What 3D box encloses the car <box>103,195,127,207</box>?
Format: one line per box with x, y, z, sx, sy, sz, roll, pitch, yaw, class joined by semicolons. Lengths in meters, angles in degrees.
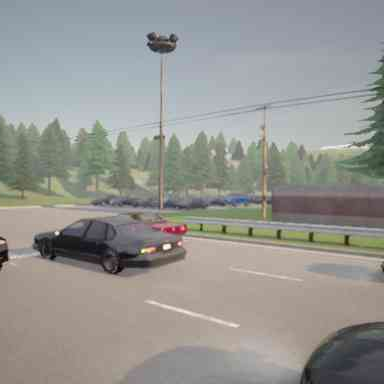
-8.786;1.186;44.071;2.128;1.511;4.902;1;0;36;car

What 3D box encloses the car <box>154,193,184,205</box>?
-3.501;1.055;51.201;2.097;1.767;4.553;1;0;37;car

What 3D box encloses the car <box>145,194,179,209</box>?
-3.027;1.291;40.064;1.812;1.442;4.674;1;0;37;car

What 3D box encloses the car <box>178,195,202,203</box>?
-0.323;1.279;61.294;1.895;1.301;4.718;1;0;37;car

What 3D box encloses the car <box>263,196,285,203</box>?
16.060;1.402;65.040;4.718;1.301;1.895;0;0;-45;car

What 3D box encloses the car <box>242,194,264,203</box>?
12.169;1.255;66.008;2.128;1.511;4.902;1;0;41;car

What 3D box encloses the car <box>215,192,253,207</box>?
5.995;1.033;46.391;2.150;2.045;5.566;1;0;36;car

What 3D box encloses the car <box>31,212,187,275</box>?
-2.721;1.471;10.245;5.357;1.411;2.033;1;0;35;car

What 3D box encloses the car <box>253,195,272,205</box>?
12.168;1.369;54.652;2.033;1.411;5.357;1;0;37;car

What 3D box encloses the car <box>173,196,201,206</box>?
-0.734;1.302;49.062;1.994;1.385;4.181;1;0;36;car

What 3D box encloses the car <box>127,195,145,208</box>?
-5.738;1.294;42.307;1.994;1.385;4.181;1;0;36;car

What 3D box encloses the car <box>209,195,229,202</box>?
5.716;1.285;69.227;1.895;1.301;4.718;1;0;37;car

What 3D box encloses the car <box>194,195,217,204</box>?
2.490;1.277;59.241;1.994;1.385;4.181;1;0;37;car

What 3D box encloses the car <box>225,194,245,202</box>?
8.756;1.203;67.399;1.882;1.535;5.008;1;0;37;car

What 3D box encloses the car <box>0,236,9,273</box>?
-6.735;1.389;8.680;4.902;1.511;2.128;1;0;34;car

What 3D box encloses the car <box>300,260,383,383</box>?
3.086;1.523;1.760;4.892;1.490;1.837;1;0;36;car

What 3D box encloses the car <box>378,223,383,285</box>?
7.302;1.574;7.349;5.357;1.411;2.033;1;0;36;car

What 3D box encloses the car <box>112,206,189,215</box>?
-2.616;1.504;14.432;4.718;1.301;1.895;1;0;35;car

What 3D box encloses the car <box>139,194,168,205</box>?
-6.090;1.173;53.578;1.837;1.490;4.892;1;0;37;car

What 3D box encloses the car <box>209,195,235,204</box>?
5.192;1.296;57.032;2.033;1.411;5.357;1;0;37;car

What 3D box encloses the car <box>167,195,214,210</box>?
-0.066;1.348;38.206;2.033;1.411;5.357;1;0;36;car

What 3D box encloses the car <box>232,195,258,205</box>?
9.006;1.333;56.335;2.033;1.411;5.357;1;0;37;car

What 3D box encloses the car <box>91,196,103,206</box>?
-11.676;1.164;46.047;1.837;1.490;4.892;1;0;36;car
